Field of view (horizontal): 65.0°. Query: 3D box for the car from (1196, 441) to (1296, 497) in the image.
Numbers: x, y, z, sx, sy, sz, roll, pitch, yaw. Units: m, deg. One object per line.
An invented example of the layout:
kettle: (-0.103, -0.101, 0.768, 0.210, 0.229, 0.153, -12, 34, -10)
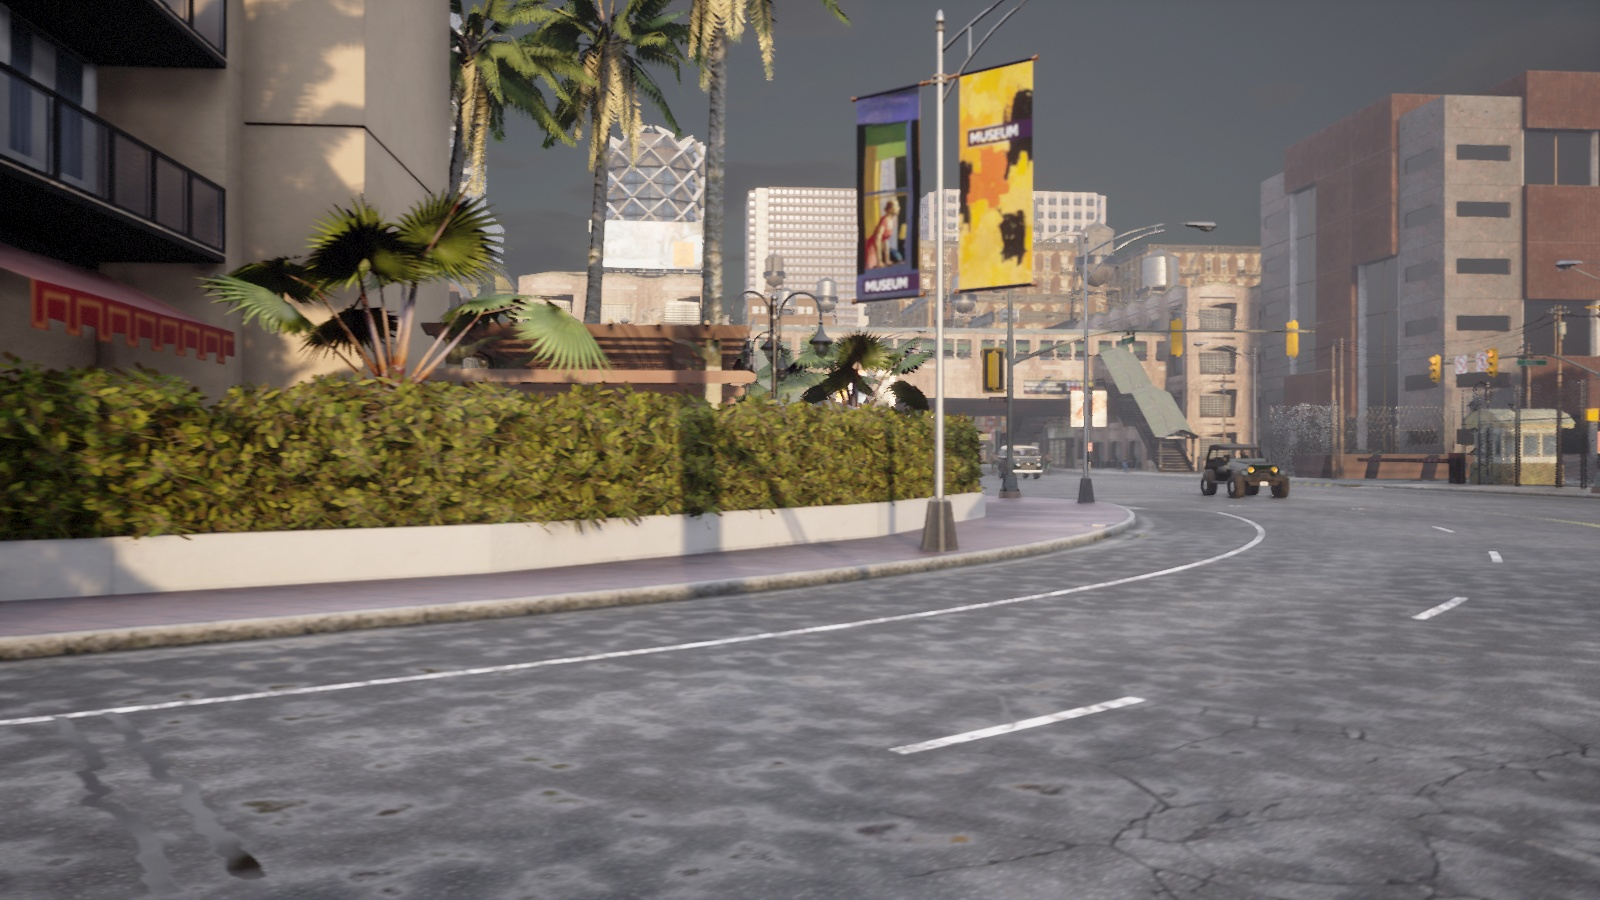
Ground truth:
car: (15.645, 0.639, 44.274, 1.905, 1.878, 3.866, 0, 0, -4)

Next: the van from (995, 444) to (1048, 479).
van: (13.205, 0.669, 75.259, 2.069, 2.038, 4.480, 0, 0, -5)
